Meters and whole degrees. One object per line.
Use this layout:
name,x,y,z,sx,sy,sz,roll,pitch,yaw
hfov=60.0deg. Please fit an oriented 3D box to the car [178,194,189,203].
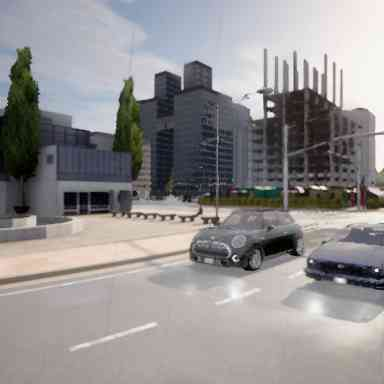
car,-0.510,1.454,75.280,1.905,1.878,3.866,0,0,40

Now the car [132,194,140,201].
car,-15.540,1.474,87.896,1.905,1.878,3.866,0,0,40

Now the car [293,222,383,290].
car,5.059,1.596,9.379,2.033,1.411,5.357,0,0,42

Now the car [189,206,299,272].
car,1.987,1.401,11.243,2.097,1.767,4.553,0,0,42

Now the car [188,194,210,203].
car,1.697,1.691,73.405,1.970,1.475,3.806,0,0,40
